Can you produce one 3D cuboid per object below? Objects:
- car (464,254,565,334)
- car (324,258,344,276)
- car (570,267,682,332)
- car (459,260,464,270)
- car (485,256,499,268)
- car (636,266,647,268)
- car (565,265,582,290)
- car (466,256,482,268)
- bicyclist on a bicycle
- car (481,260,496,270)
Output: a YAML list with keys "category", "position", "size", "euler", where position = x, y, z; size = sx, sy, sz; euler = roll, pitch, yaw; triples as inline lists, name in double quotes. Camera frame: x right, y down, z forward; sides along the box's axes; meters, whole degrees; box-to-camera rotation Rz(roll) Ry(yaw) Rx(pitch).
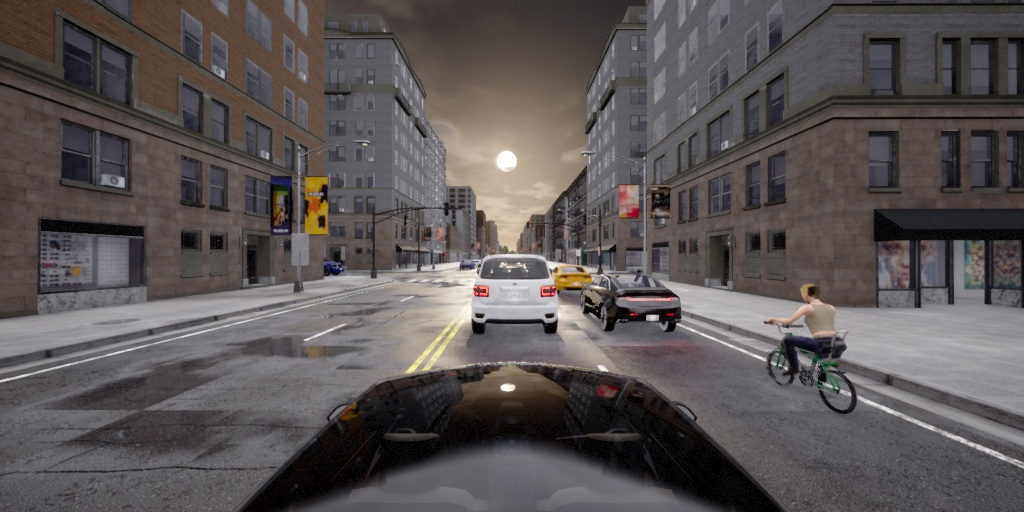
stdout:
- category: "car"
  position: [0.074, 0.973, 10.796]
  size: [2.150, 2.045, 5.566]
  euler: [0, 0, 0]
- category: "car"
  position: [-19.820, 0.958, 35.868]
  size: [5.566, 2.045, 2.150]
  euler: [0, 0, 2]
- category: "car"
  position: [3.318, 1.243, 10.869]
  size: [2.128, 1.511, 4.902]
  euler: [0, 0, 0]
- category: "car"
  position: [-6.731, 1.249, 54.134]
  size: [1.882, 1.535, 5.008]
  euler: [0, 0, 0]
- category: "car"
  position: [-3.483, 0.995, 62.467]
  size: [2.150, 2.045, 5.566]
  euler: [0, 0, 0]
- category: "car"
  position: [14.954, 1.412, 38.762]
  size: [4.718, 1.301, 1.895]
  euler: [0, 0, 1]
- category: "car"
  position: [3.201, 1.232, 20.358]
  size: [1.882, 1.535, 5.008]
  euler: [0, 0, 0]
- category: "car"
  position: [-6.725, 0.996, 64.078]
  size: [2.150, 2.045, 5.566]
  euler: [0, 0, 0]
- category: "bicyclist on a bicycle"
  position: [4.124, 1.187, 5.039]
  size: [0.866, 1.612, 1.509]
  euler: [0, 0, 0]
- category: "car"
  position: [-3.472, 1.335, 53.126]
  size: [1.994, 1.385, 4.181]
  euler: [0, 0, 0]
